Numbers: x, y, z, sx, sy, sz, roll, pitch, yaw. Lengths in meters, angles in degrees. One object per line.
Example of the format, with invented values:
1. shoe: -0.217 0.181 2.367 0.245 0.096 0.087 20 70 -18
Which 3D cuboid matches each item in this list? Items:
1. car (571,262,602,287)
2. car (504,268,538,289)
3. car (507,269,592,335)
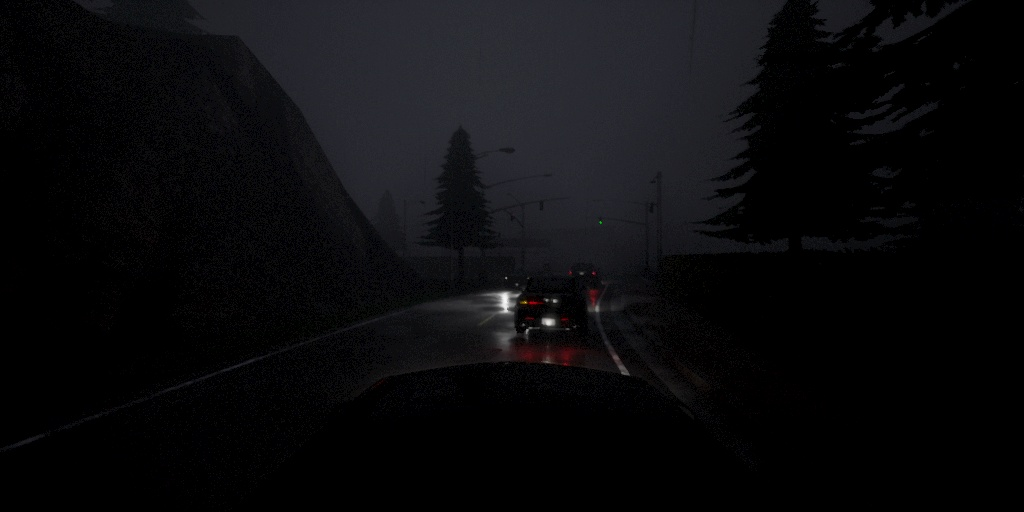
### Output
1. car: 5.372 1.220 26.187 2.097 1.767 4.553 0 0 18
2. car: 0.951 1.467 24.400 1.895 1.301 4.718 0 0 17
3. car: 1.262 1.299 10.727 1.837 1.490 4.892 0 0 10
